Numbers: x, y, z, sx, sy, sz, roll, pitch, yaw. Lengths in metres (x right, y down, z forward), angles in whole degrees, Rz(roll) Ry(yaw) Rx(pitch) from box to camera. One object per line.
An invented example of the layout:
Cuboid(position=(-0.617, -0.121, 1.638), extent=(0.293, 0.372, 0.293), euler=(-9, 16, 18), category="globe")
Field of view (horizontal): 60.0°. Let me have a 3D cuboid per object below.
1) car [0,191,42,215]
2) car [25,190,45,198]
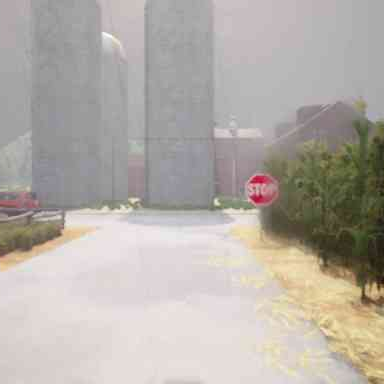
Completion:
Cuboid(position=(-14.408, 0.963, 25.462), extent=(5.566, 2.045, 2.150), euler=(0, 1, 6), category="car")
Cuboid(position=(-37.267, 0.493, 78.921), extent=(3.866, 1.878, 1.905), euler=(0, 1, 0), category="car")
